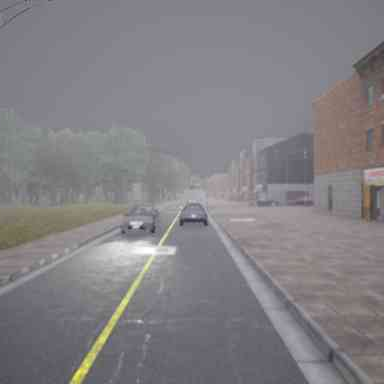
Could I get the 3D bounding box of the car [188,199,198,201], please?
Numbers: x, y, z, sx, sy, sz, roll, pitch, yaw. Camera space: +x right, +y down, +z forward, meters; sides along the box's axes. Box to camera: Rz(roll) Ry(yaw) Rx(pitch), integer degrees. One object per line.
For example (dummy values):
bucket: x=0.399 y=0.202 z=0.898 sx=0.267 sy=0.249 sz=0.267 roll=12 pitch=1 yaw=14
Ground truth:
car: x=0.109 y=1.631 z=42.070 sx=1.812 sy=1.442 sz=4.674 roll=0 pitch=0 yaw=0

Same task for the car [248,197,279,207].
car: x=10.448 y=1.436 z=48.607 sx=4.403 sy=1.369 sz=2.008 roll=-1 pitch=1 yaw=0

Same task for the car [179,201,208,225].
car: x=0.108 y=1.582 z=24.296 sx=1.994 sy=1.385 sz=4.181 roll=0 pitch=0 yaw=0

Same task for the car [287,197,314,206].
car: x=15.979 y=1.347 z=48.604 sx=4.206 sy=1.307 sz=1.802 roll=-1 pitch=1 yaw=0

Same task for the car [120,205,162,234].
car: x=-2.835 y=1.504 z=19.288 sx=2.128 sy=1.511 sz=4.902 roll=0 pitch=0 yaw=0
